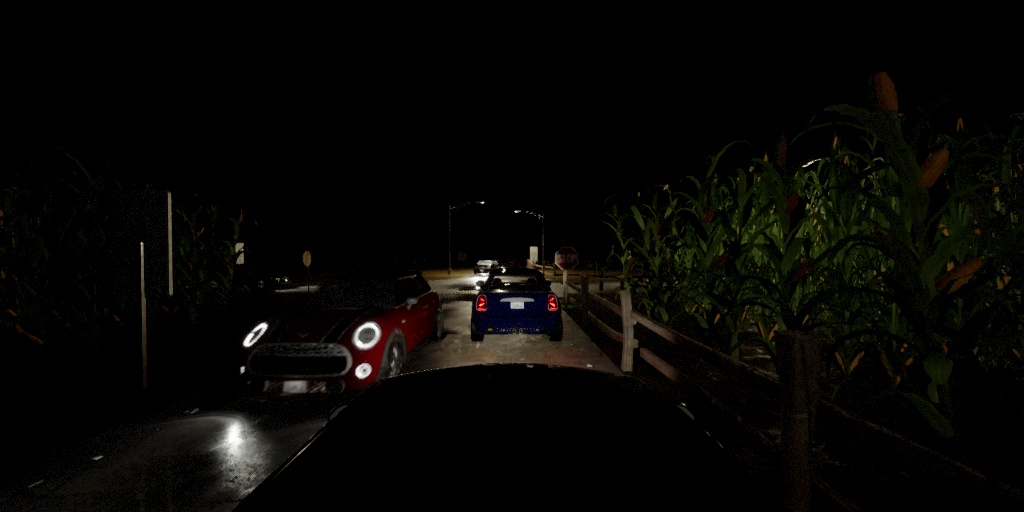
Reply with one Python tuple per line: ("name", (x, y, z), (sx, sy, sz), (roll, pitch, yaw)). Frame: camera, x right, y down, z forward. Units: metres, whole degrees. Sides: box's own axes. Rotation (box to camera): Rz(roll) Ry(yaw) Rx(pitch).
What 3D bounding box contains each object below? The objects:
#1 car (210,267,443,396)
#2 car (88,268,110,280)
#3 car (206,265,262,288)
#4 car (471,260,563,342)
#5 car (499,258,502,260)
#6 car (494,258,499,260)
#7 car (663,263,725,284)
("car", (-2.765, 1.099, 6.883), (2.097, 1.767, 4.553), (0, 0, 1))
("car", (-25.614, 1.370, 22.499), (4.181, 1.385, 1.994), (0, 1, 1))
("car", (-16.559, 1.289, 22.466), (4.892, 1.490, 1.837), (0, 1, 0))
("car", (0.058, 1.098, 9.972), (2.097, 1.767, 4.553), (0, 0, -2))
("car", (-2.751, 1.309, 47.413), (1.895, 1.301, 4.718), (0, 0, 0))
("car", (-2.839, 1.212, 37.711), (2.128, 1.511, 4.902), (0, 0, 2))
("car", (12.824, 1.187, 25.334), (5.008, 1.535, 1.882), (0, 1, -2))
